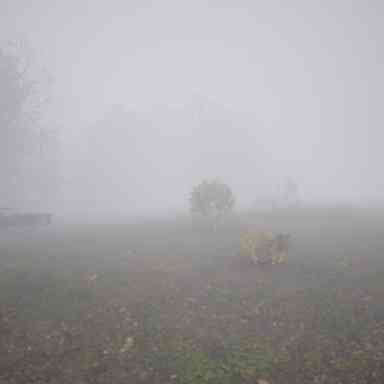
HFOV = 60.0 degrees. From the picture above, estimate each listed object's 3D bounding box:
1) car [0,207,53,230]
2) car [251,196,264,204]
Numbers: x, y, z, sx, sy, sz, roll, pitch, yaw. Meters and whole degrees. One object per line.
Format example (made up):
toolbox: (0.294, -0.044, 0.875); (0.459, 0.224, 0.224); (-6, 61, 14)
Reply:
car: (-10.038, 1.471, 17.867); (1.895, 1.301, 4.718); (-1, 0, 35)
car: (10.090, 1.146, 46.346); (1.895, 1.301, 4.718); (-1, 0, 35)
